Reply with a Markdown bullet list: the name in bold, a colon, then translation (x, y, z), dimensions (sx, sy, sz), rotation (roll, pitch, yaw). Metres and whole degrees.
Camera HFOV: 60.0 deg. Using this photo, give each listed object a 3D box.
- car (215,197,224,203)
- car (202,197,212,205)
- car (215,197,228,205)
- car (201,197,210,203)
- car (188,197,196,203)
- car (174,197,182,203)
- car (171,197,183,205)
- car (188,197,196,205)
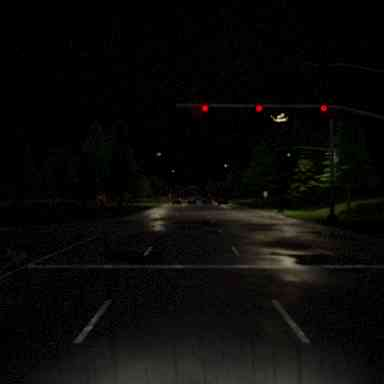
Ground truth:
- **car**: translation (6.986, 2.118, 85.130), dimensions (1.812, 1.442, 4.674), rotation (0, -1, 0)
- **car**: translation (3.488, 2.217, 75.125), dimensions (1.994, 1.385, 4.181), rotation (0, -1, 0)
- **car**: translation (6.988, 2.217, 75.126), dimensions (1.994, 1.385, 4.181), rotation (0, -1, 0)
- **car**: translation (3.486, 2.119, 85.130), dimensions (2.128, 1.511, 4.902), rotation (0, -1, 0)
- **car**: translation (-0.014, 2.118, 85.129), dimensions (1.812, 1.442, 4.674), rotation (0, -1, 0)
- **car**: translation (-3.514, 2.118, 85.128), dimensions (1.812, 1.442, 4.674), rotation (0, -1, 0)
- **car**: translation (-3.512, 2.189, 75.124), dimensions (1.812, 1.442, 4.674), rotation (0, -1, 0)
- **car**: translation (-0.012, 2.200, 74.708), dimensions (2.033, 1.411, 5.357), rotation (0, -1, 0)
